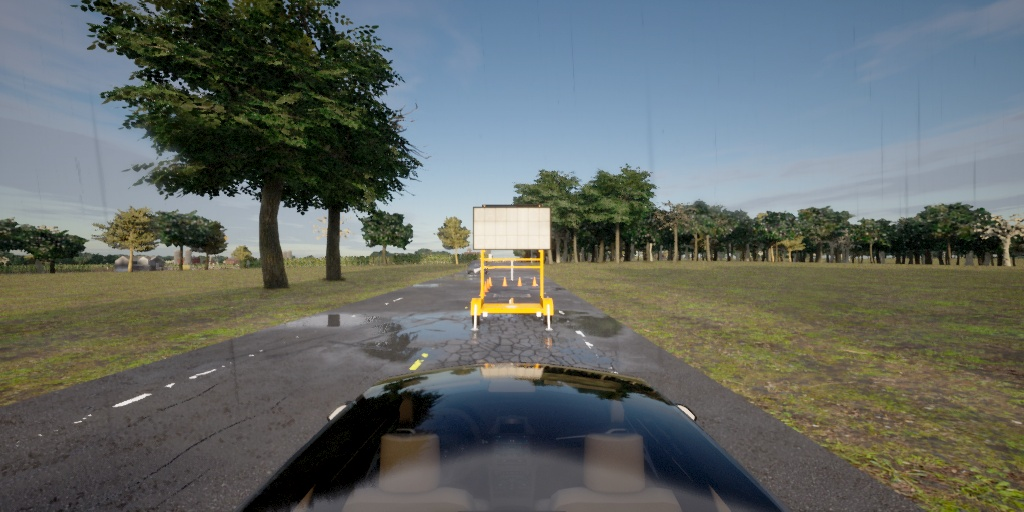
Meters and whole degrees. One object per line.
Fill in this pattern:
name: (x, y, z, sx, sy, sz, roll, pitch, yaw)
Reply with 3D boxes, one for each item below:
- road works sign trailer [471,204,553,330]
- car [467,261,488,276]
road works sign trailer: (0.001, 0.218, 11.112, 2.380, 3.560, 2.880, 0, 0, 0)
car: (-3.491, 1.261, 37.059, 2.128, 1.511, 4.902, 0, 0, 0)
